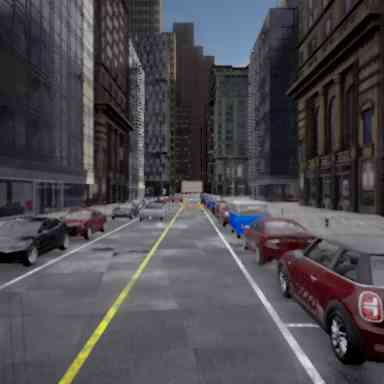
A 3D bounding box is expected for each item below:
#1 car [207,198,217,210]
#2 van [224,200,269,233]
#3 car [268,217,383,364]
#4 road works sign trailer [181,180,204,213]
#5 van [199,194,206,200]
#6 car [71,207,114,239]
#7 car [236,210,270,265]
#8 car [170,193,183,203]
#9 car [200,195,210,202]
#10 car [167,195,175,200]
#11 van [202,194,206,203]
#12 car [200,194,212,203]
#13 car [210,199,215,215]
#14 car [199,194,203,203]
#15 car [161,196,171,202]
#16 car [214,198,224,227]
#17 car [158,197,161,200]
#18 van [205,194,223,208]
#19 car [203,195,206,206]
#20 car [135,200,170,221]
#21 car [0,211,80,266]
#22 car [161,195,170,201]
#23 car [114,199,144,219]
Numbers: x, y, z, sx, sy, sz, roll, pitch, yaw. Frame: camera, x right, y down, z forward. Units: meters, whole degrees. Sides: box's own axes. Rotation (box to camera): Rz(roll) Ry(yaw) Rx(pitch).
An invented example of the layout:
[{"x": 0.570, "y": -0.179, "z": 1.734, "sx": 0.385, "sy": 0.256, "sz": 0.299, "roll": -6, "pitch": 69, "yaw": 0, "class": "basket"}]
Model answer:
[{"x": 2.858, "y": 1.570, "z": 34.116, "sx": 1.947, "sy": 1.339, "sz": 4.313, "roll": 0, "pitch": 0, "yaw": 0, "class": "car"}, {"x": 2.854, "y": 1.343, "z": 17.171, "sx": 1.690, "sy": 1.788, "sz": 3.998, "roll": 0, "pitch": 0, "yaw": 0, "class": "van"}, {"x": 2.853, "y": 1.441, "z": 5.873, "sx": 1.967, "sy": 1.590, "sz": 4.097, "roll": 0, "pitch": 0, "yaw": 0, "class": "car"}, {"x": 0.008, "y": 0.469, "z": 37.008, "sx": 2.380, "sy": 3.560, "sz": 2.880, "roll": 0, "pitch": 0, "yaw": 0, "class": "road works sign trailer"}, {"x": 2.867, "y": 1.327, "z": 90.604, "sx": 1.690, "sy": 1.788, "sz": 3.998, "roll": 0, "pitch": 0, "yaw": 0, "class": "van"}, {"x": -5.670, "y": 1.546, "z": 17.168, "sx": 1.887, "sy": 1.381, "sz": 4.507, "roll": 0, "pitch": 0, "yaw": 0, "class": "car"}, {"x": 2.854, "y": 1.546, "z": 11.522, "sx": 1.887, "sy": 1.381, "sz": 4.507, "roll": 0, "pitch": 0, "yaw": 0, "class": "car"}, {"x": -2.990, "y": 1.228, "z": 68.105, "sx": 2.150, "sy": 2.045, "sz": 5.566, "roll": 0, "pitch": 0, "yaw": 0, "class": "car"}, {"x": 2.864, "y": 1.443, "z": 73.657, "sx": 1.967, "sy": 1.590, "sz": 4.097, "roll": 0, "pitch": 0, "yaw": 0, "class": "car"}, {"x": -5.657, "y": 1.552, "z": 90.605, "sx": 1.947, "sy": 1.339, "sz": 4.313, "roll": 0, "pitch": 0, "yaw": 0, "class": "car"}, {"x": 2.859, "y": 1.348, "z": 51.062, "sx": 1.690, "sy": 1.788, "sz": 3.998, "roll": 0, "pitch": 0, "yaw": 0, "class": "van"}, {"x": 2.863, "y": 1.321, "z": 68.008, "sx": 2.192, "sy": 1.841, "sz": 5.009, "roll": 0, "pitch": 0, "yaw": 0, "class": "car"}, {"x": 2.857, "y": 1.548, "z": 28.468, "sx": 1.887, "sy": 1.381, "sz": 4.507, "roll": 0, "pitch": 0, "yaw": 0, "class": "car"}, {"x": 2.860, "y": 1.323, "z": 56.711, "sx": 2.192, "sy": 1.841, "sz": 5.009, "roll": 0, "pitch": 0, "yaw": 0, "class": "car"}, {"x": -5.660, "y": 1.585, "z": 73.657, "sx": 1.802, "sy": 1.307, "sz": 4.206, "roll": 0, "pitch": 0, "yaw": 0, "class": "car"}, {"x": 2.856, "y": 1.442, "z": 22.819, "sx": 1.967, "sy": 1.590, "sz": 4.097, "roll": 0, "pitch": 0, "yaw": 0, "class": "car"}, {"x": -5.665, "y": 1.588, "z": 45.412, "sx": 1.802, "sy": 1.307, "sz": 4.206, "roll": 0, "pitch": 0, "yaw": 0, "class": "car"}, {"x": 2.857, "y": 1.346, "z": 39.765, "sx": 1.690, "sy": 1.788, "sz": 3.998, "roll": 0, "pitch": 0, "yaw": 0, "class": "van"}, {"x": 2.859, "y": 1.551, "z": 45.414, "sx": 1.887, "sy": 1.381, "sz": 4.507, "roll": 0, "pitch": 0, "yaw": 0, "class": "car"}, {"x": -3.095, "y": 1.603, "z": 26.968, "sx": 1.895, "sy": 1.301, "sz": 4.718, "roll": 0, "pitch": 0, "yaw": 0, "class": "car"}, {"x": -5.671, "y": 1.567, "z": 11.519, "sx": 1.947, "sy": 1.339, "sz": 4.313, "roll": 0, "pitch": 0, "yaw": 0, "class": "car"}, {"x": -5.662, "y": 1.552, "z": 62.359, "sx": 1.887, "sy": 1.381, "sz": 4.507, "roll": 0, "pitch": 0, "yaw": 0, "class": "car"}, {"x": -5.668, "y": 1.553, "z": 28.465, "sx": 2.008, "sy": 1.369, "sz": 4.403, "roll": 0, "pitch": 0, "yaw": 0, "class": "car"}]
